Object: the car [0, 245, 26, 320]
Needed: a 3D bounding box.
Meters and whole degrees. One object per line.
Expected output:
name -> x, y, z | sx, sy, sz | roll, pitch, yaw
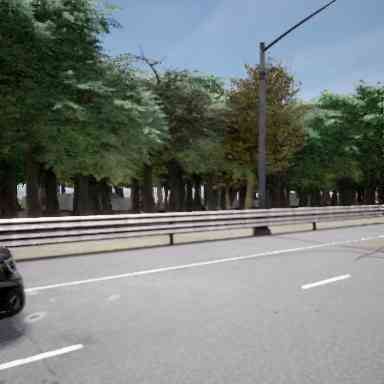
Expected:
car -> -5.285, 1.218, 4.290 | 5.566, 2.045, 2.150 | 0, 0, -36
